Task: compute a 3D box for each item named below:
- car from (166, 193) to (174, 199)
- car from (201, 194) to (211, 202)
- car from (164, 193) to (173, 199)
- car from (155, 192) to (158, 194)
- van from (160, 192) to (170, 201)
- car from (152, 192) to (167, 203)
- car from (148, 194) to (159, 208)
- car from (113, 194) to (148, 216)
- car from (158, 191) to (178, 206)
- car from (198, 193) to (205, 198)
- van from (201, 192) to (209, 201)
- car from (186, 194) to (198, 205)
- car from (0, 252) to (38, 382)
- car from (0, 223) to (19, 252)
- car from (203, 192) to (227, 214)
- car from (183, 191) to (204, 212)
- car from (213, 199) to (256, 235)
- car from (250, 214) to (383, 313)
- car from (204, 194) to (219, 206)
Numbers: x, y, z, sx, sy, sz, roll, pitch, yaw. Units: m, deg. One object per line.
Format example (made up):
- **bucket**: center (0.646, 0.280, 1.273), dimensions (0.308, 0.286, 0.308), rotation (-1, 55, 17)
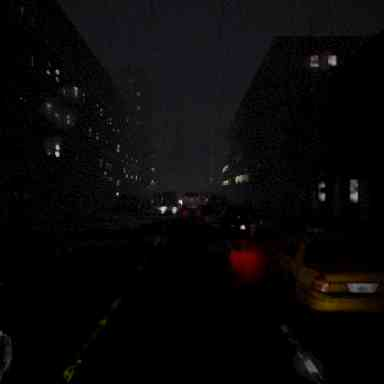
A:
- **car**: center (-5.686, 1.015, 87.058), dimensions (1.802, 1.307, 4.206), rotation (0, 0, 0)
- **car**: center (2.694, 1.132, 64.296), dimensions (1.802, 1.307, 4.206), rotation (0, 0, 0)
- **car**: center (-5.686, 0.986, 81.196), dimensions (1.752, 1.417, 4.829), rotation (0, 0, 0)
- **car**: center (-5.685, 1.095, 47.227), dimensions (1.967, 1.590, 4.097), rotation (0, 0, 0)
- **van**: center (-5.684, 0.860, 69.984), dimensions (1.690, 1.788, 3.998), rotation (0, 0, 0)
- **car**: center (-5.684, 0.899, 58.605), dimensions (2.192, 1.841, 5.009), rotation (0, 0, 0)
- **car**: center (-5.685, 1.243, 41.537), dimensions (2.008, 1.369, 4.403), rotation (0, 0, 0)
- **car**: center (-5.684, 1.084, 30.155), dimensions (2.192, 1.841, 5.009), rotation (0, 0, 0)
- **car**: center (-3.080, 0.886, 46.197), dimensions (2.150, 2.045, 5.566), rotation (0, 0, 0)
- **car**: center (2.694, 0.989, 92.745), dimensions (1.802, 1.307, 4.206), rotation (0, 0, 0)
- **van**: center (2.696, 0.860, 69.982), dimensions (1.690, 1.788, 3.998), rotation (0, 0, 0)
- **car**: center (0.002, 1.131, 51.782), dimensions (1.837, 1.490, 4.892), rotation (0, 0, 0)
- **car**: center (-3.101, 1.579, 2.464), dimensions (1.895, 1.301, 4.718), rotation (0, 0, 0)
- **car**: center (-5.683, 1.379, 7.397), dimensions (1.967, 1.590, 4.097), rotation (0, 0, 0)
- **car**: center (2.697, 1.045, 35.843), dimensions (2.192, 1.841, 5.009), rotation (0, 0, 0)
- **car**: center (0.037, 0.919, 40.736), dimensions (2.150, 2.045, 5.566), rotation (0, 0, 1)
- **car**: center (2.355, 1.363, 17.796), dimensions (1.837, 1.490, 4.892), rotation (0, 0, 0)
- **car**: center (2.696, 1.463, 7.564), dimensions (1.752, 1.417, 4.829), rotation (0, 0, 0)
- **car**: center (2.696, 1.095, 47.224), dimensions (1.967, 1.590, 4.097), rotation (0, 0, 0)
